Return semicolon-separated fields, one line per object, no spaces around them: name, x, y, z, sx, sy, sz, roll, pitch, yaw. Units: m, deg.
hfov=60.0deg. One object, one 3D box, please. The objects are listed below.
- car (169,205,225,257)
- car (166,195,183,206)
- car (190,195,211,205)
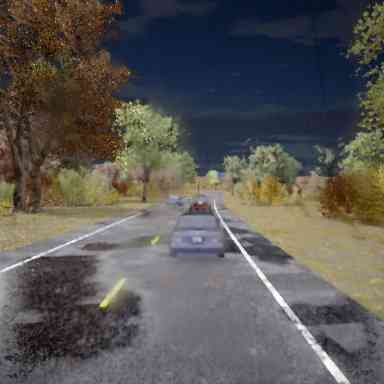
car;0.216;1.439;12.409;2.033;1.411;5.357;0;0;2
car;-2.312;1.123;44.063;1.812;1.442;4.674;0;0;3
car;0.871;1.057;33.706;2.097;1.767;4.553;0;1;2
